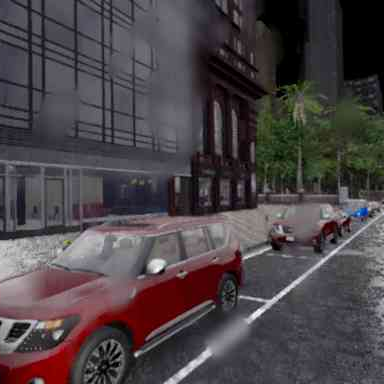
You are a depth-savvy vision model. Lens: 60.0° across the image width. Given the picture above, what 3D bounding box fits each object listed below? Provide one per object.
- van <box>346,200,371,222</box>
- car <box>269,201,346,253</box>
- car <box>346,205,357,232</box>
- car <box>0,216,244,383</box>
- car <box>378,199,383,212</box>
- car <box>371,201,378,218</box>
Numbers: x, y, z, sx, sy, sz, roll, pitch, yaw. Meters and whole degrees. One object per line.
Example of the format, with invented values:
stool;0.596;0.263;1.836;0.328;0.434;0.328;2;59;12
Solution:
van;13.856;1.531;28.230;1.690;1.788;3.998;-1;-1;33
car;5.025;1.437;14.556;2.192;1.841;5.009;-1;-1;33
car;7.972;1.689;19.110;1.887;1.381;4.507;-1;-1;33
car;-0.861;1.394;5.439;2.192;1.841;5.009;-1;-1;33
car;22.690;1.836;41.902;1.802;1.307;4.206;-1;-1;33
car;16.801;1.652;32.787;1.967;1.590;4.097;-1;-1;33
